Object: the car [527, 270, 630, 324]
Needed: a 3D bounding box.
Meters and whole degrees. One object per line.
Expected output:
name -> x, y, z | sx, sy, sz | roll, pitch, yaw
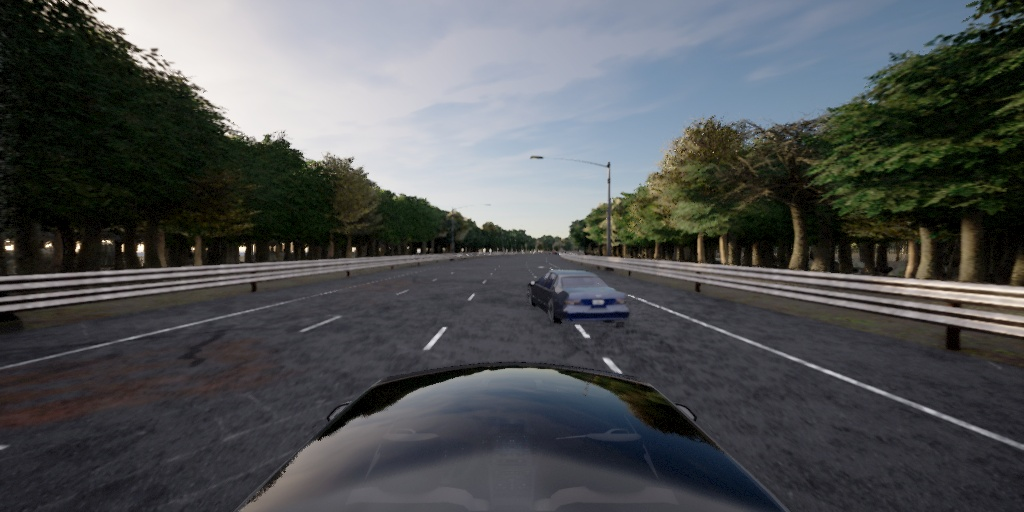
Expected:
car -> 1.773, 1.139, 11.289 | 2.033, 1.411, 5.357 | 0, 1, -8
